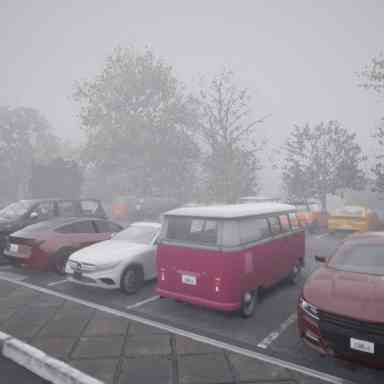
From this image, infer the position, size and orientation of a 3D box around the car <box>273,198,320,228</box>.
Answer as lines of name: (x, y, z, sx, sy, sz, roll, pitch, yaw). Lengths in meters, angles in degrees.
car: (6.660, 1.367, 19.555, 2.185, 1.767, 4.553, 0, 0, 36)

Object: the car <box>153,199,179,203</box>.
car: (-0.178, 1.503, 24.275, 1.946, 1.575, 5.366, 0, 0, 36)

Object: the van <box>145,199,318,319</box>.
van: (1.213, 1.264, 7.546, 1.878, 1.987, 4.442, 0, 0, 36)

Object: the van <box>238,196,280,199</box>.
van: (4.496, 1.271, 21.291, 1.878, 1.987, 4.442, 0, 0, 36)

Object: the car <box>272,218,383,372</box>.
car: (3.404, 1.486, 5.837, 2.097, 1.535, 5.008, 0, 0, 36)

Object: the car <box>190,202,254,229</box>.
car: (2.174, 1.501, 22.806, 2.231, 1.521, 4.892, 0, 0, 36)

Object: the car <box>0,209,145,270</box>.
car: (-3.348, 1.527, 10.713, 2.163, 1.488, 4.792, 0, 0, 36)

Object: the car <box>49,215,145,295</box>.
car: (-1.109, 1.533, 9.072, 2.002, 1.452, 4.674, 0, 0, 36)

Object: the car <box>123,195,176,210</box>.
car: (-2.304, 1.264, 26.063, 2.435, 2.045, 5.566, -1, 0, 36)

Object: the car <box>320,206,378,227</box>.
car: (8.825, 1.489, 18.033, 2.097, 1.535, 5.008, 0, 0, 36)

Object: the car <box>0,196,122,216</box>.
car: (-5.637, 1.250, 12.285, 2.435, 2.045, 5.566, 0, 0, 36)
